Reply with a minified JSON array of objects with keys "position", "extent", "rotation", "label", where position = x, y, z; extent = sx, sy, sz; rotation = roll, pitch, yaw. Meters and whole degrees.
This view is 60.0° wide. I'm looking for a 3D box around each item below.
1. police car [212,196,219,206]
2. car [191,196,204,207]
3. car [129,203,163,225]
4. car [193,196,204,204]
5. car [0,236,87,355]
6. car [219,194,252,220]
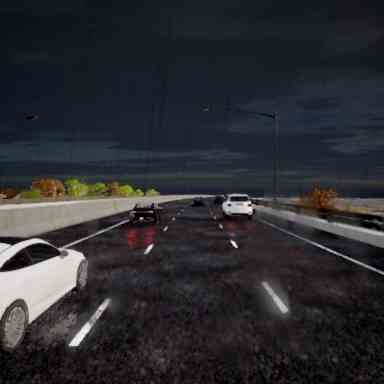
[{"position":[4.448,1.489,55.697],"extent":[1.930,1.638,5.238],"rotation":[0,0,2],"label":"police car"},{"position":[0.929,1.615,51.760],"extent":[1.994,1.385,4.181],"rotation":[0,0,2],"label":"car"},{"position":[-3.209,1.497,23.830],"extent":[2.128,1.511,4.902],"rotation":[0,0,1],"label":"car"},{"position":[1.286,1.584,65.227],"extent":[2.128,1.511,4.902],"rotation":[0,0,2],"label":"car"},{"position":[-3.379,1.524,5.962],"extent":[1.812,1.442,4.674],"rotation":[0,0,0],"label":"car"},{"position":[3.813,1.216,28.744],"extent":[2.150,2.045,5.566],"rotation":[0,0,2],"label":"car"}]
